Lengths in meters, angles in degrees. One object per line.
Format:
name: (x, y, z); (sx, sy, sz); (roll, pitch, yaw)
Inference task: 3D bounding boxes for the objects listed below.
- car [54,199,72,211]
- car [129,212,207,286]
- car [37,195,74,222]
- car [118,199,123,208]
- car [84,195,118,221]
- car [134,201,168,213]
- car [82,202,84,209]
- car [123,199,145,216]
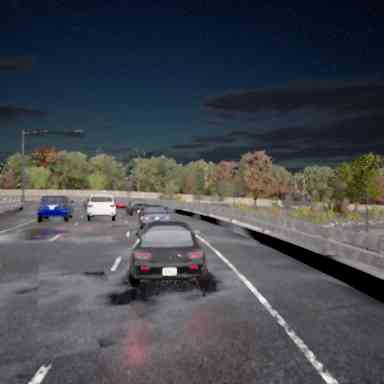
car: (-16.616, 1.616, 42.574); (1.895, 1.301, 4.718); (0, 0, -24)
car: (-0.705, 1.525, 9.333); (1.812, 1.442, 4.674); (0, 0, -6)
car: (-10.754, 1.232, 26.429); (2.150, 2.045, 5.566); (0, 0, -15)
car: (-9.940, 1.570, 44.733); (1.994, 1.385, 4.181); (0, 0, -24)
car: (-7.551, 1.228, 27.899); (2.150, 2.045, 5.566); (0, 0, -14)
car: (-2.465, 1.547, 21.351); (2.033, 1.411, 5.357); (0, 0, -11)
car: (-13.104, 1.558, 43.371); (2.033, 1.411, 5.357); (0, 0, -24)
car: (-5.425, 1.505, 32.962); (1.837, 1.490, 4.892); (0, 0, -17)
